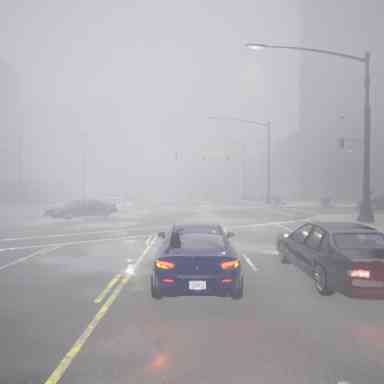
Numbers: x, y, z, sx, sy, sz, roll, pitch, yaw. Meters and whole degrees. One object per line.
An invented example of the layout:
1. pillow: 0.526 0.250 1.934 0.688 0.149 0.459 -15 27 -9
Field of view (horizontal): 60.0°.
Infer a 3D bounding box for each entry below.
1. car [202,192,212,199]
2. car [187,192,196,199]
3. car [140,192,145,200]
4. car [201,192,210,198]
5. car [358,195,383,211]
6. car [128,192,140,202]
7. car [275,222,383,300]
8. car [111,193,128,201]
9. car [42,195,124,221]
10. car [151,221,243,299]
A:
1. car: 3.439 0.846 76.324 1.994 1.385 4.181 0 0 0
2. car: -0.061 0.773 75.024 1.882 1.535 5.008 0 0 0
3. car: -10.577 0.801 66.075 1.882 1.535 5.008 0 0 0
4. car: 3.430 0.804 86.277 2.033 1.411 5.357 0 0 0
5. car: 19.005 1.012 32.761 5.008 1.535 1.882 0 1 1
6. car: -10.605 0.845 55.922 2.128 1.511 4.902 0 0 0
7. car: 3.603 1.461 8.396 2.033 1.411 5.357 0 1 0
8. car: -10.605 0.933 46.143 1.812 1.442 4.674 0 0 0
9. car: -7.993 1.229 24.390 2.033 1.411 5.357 1 1 40
10. car: 0.104 1.440 8.126 1.812 1.442 4.674 0 1 0
